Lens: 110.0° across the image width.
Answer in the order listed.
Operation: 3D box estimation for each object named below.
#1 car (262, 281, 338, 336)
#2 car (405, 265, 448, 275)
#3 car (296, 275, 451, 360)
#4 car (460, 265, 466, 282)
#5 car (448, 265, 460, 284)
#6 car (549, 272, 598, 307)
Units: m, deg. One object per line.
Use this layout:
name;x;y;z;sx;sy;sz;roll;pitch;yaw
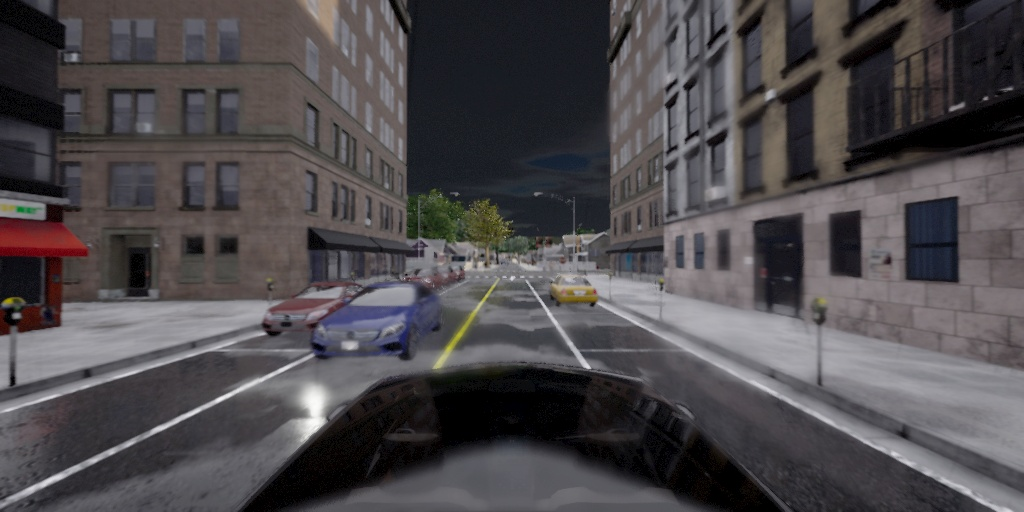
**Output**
car;-5.398;1.422;10.670;1.802;1.307;4.207;0;0;0
car;-5.394;1.390;21.677;1.967;1.591;4.097;0;0;0
car;-2.849;1.345;8.645;1.812;1.442;4.674;0;-1;0
car;-5.390;1.501;32.684;1.967;1.591;4.097;0;0;0
car;-5.392;1.446;27.180;1.967;1.591;4.097;0;0;0
car;2.652;1.421;16.345;1.751;1.417;4.829;0;0;0
